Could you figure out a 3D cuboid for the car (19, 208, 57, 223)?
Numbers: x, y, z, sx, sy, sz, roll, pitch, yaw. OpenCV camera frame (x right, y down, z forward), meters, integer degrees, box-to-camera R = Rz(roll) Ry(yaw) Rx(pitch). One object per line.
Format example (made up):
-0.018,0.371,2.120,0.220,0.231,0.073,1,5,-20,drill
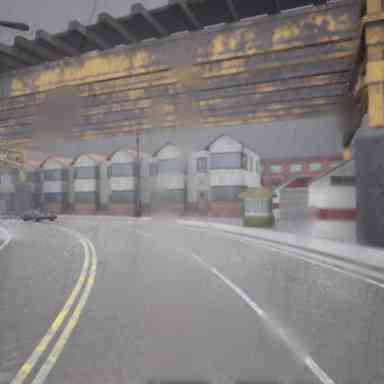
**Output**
-15.587,2.306,33.685,5.357,1.411,2.033,-3,-2,43,car
